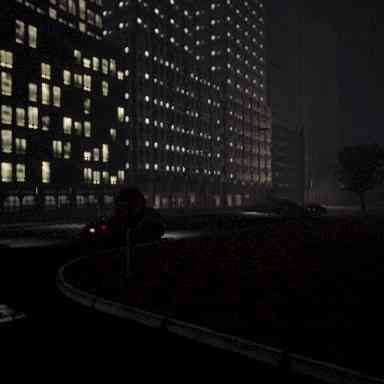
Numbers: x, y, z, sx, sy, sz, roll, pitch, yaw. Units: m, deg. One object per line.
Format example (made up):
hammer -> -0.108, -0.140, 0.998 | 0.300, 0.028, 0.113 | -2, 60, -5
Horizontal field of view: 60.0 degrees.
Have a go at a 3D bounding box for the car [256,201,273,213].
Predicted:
car -> 11.977, 1.995, 48.613 | 2.150, 2.045, 5.566 | -1, -2, 36

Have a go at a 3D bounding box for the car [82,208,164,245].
car -> -3.258, 1.710, 16.389 | 1.994, 1.385, 4.181 | -1, -1, 35

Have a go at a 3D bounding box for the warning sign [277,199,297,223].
warning sign -> 7.652, 1.478, 26.761 | 1.300, 1.860, 1.060 | 1, 0, 36

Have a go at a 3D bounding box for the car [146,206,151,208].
car -> -4.349, 1.848, 26.340 | 1.812, 1.442, 4.674 | -1, -1, 36

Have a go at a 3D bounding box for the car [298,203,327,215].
car -> 15.839, 2.223, 42.762 | 2.033, 1.411, 5.357 | -1, -1, 37

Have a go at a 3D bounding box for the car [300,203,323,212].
car -> 19.017, 2.412, 52.712 | 2.033, 1.411, 5.357 | -1, -1, 36

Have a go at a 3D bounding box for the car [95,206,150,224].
car -> -6.061, 1.976, 29.531 | 1.895, 1.301, 4.718 | -1, -1, 36

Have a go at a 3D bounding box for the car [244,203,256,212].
car -> 10.038, 2.364, 51.451 | 2.033, 1.411, 5.357 | -1, -1, 36

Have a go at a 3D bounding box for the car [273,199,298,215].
car -> 13.083, 2.051, 44.496 | 2.097, 1.767, 4.553 | -1, -1, 37
